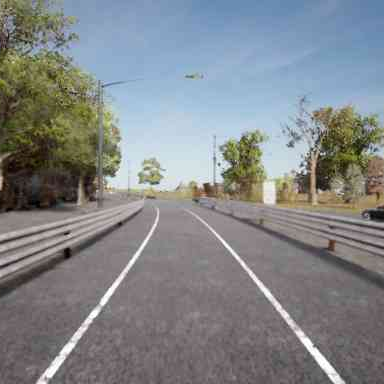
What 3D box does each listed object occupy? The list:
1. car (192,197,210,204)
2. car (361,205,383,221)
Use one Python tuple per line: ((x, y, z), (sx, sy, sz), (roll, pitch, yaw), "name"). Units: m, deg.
((1.659, 1.616, 64.592), (1.895, 1.301, 4.718), (1, 0, -22), "car")
((16.410, 1.729, 27.445), (1.837, 1.490, 4.892), (0, 0, -22), "car")
